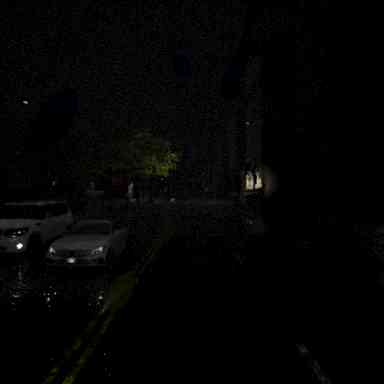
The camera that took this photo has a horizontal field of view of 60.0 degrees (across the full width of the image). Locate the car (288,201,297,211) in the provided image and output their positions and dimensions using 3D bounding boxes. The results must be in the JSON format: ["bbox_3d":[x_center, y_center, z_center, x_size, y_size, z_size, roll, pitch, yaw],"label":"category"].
[{"bbox_3d":[16.389,2.058,47.229,4.206,1.307,1.802,0,-1,0],"label":"car"}]

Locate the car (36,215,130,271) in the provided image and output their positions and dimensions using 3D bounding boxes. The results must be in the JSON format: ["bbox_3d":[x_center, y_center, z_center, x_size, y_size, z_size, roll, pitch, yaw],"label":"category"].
[{"bbox_3d":[-3.348,1.654,11.565,1.812,1.442,4.674,0,-1,0],"label":"car"}]

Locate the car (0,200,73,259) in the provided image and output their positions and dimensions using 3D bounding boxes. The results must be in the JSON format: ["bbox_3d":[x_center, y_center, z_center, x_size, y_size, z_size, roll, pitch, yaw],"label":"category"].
[{"bbox_3d":[-6.599,1.371,13.524,2.150,2.045,5.566,0,-1,0],"label":"car"}]

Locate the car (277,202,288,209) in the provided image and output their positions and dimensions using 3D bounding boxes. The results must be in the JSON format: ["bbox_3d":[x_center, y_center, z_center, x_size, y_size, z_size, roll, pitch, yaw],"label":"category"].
[{"bbox_3d":[16.385,2.176,55.253,4.313,1.339,1.947,0,-1,0],"label":"car"}]
